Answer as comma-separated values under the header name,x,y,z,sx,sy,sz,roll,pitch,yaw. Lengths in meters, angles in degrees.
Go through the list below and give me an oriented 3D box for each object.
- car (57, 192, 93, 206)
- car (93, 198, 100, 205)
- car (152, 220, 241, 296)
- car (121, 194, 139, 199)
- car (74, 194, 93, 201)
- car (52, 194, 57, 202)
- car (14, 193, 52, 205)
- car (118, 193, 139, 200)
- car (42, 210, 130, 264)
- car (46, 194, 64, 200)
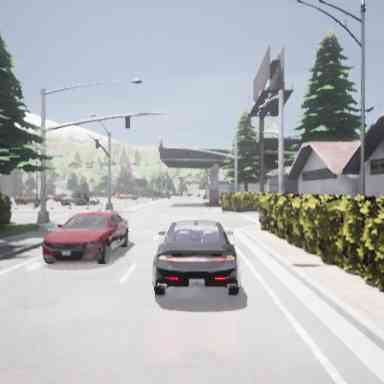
name,x,y,z,sx,sy,sz,roll,pitch,yaw
car,-16.751,1.003,47.787,3.866,1.878,1.905,0,0,0
car,-16.158,1.282,51.116,3.806,1.475,1.970,0,0,0
car,0.103,1.478,8.635,2.128,1.511,4.902,0,0,0
car,-16.465,1.202,88.509,4.514,1.523,2.007,0,0,0
car,-24.005,1.206,73.485,3.633,1.501,1.845,0,0,0
car,-23.993,1.200,63.492,4.514,1.523,2.007,0,0,0
car,-24.637,1.018,51.031,4.605,1.855,1.932,0,0,0
car,-16.395,1.198,85.372,5.027,1.636,2.152,0,0,0
car,-3.534,1.459,11.911,1.882,1.535,5.008,0,0,1
car,-35.061,1.252,85.418,3.806,1.475,1.970,0,0,0
